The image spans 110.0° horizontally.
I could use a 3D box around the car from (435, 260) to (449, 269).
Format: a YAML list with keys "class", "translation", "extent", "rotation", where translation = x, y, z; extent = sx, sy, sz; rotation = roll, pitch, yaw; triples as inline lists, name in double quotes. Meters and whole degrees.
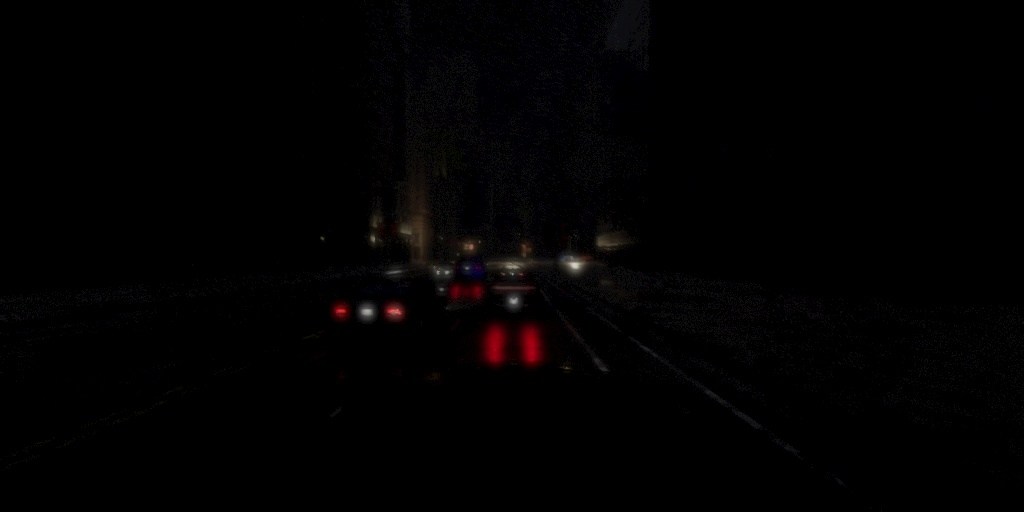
- class: "car"
  translation: [-9.807, 1.264, 52.110]
  extent: [1.994, 1.385, 4.181]
  rotation: [0, 0, 0]

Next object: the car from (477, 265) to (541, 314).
- class: "car"
  translation: [0.070, 1.227, 13.726]
  extent: [2.128, 1.511, 4.902]
  rotation: [0, 0, 0]

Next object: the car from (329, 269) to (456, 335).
- class: "car"
  translation: [-3.203, 1.288, 10.476]
  extent: [2.033, 1.411, 5.357]
  rotation: [0, 0, 1]

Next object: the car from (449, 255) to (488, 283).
- class: "car"
  translation: [-3.175, 0.945, 28.157]
  extent: [2.150, 2.045, 5.566]
  rotation: [0, 0, 0]
